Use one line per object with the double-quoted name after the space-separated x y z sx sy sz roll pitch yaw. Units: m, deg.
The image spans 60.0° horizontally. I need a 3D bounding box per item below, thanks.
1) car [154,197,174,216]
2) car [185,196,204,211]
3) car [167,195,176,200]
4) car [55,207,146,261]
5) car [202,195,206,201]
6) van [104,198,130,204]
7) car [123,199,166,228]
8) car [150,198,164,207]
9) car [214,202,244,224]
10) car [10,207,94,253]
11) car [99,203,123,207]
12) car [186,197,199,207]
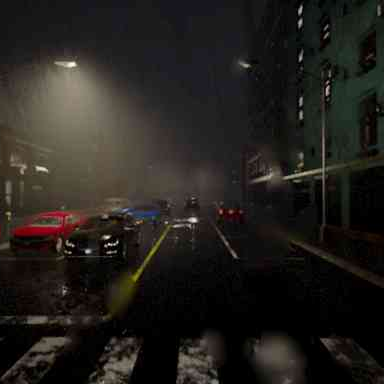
-3.045 1.528 32.451 1.837 1.490 4.892 0 0 0 "car"
0.054 1.578 41.465 2.033 1.411 5.357 0 0 0 "car"
-5.568 1.505 82.038 1.967 1.590 4.097 1 0 0 "car"
-3.074 1.514 12.300 1.837 1.490 4.892 0 0 0 "car"
2.818 1.596 87.945 1.752 1.417 4.829 1 0 0 "car"
-5.639 1.359 25.172 1.690 1.788 3.998 1 0 0 "van"
-3.058 1.494 22.358 1.882 1.535 5.008 0 0 0 "car"
-5.607 1.622 53.605 1.802 1.307 4.206 1 0 0 "car"
2.738 1.458 25.222 1.967 1.590 4.097 1 0 0 "car"
-5.735 1.555 13.803 1.887 1.381 4.507 1 0 0 "car"
-5.651 1.559 19.484 1.887 1.381 4.507 1 0 0 "car"
0.067 1.586 51.890 2.033 1.411 5.357 0 0 0 "car"
